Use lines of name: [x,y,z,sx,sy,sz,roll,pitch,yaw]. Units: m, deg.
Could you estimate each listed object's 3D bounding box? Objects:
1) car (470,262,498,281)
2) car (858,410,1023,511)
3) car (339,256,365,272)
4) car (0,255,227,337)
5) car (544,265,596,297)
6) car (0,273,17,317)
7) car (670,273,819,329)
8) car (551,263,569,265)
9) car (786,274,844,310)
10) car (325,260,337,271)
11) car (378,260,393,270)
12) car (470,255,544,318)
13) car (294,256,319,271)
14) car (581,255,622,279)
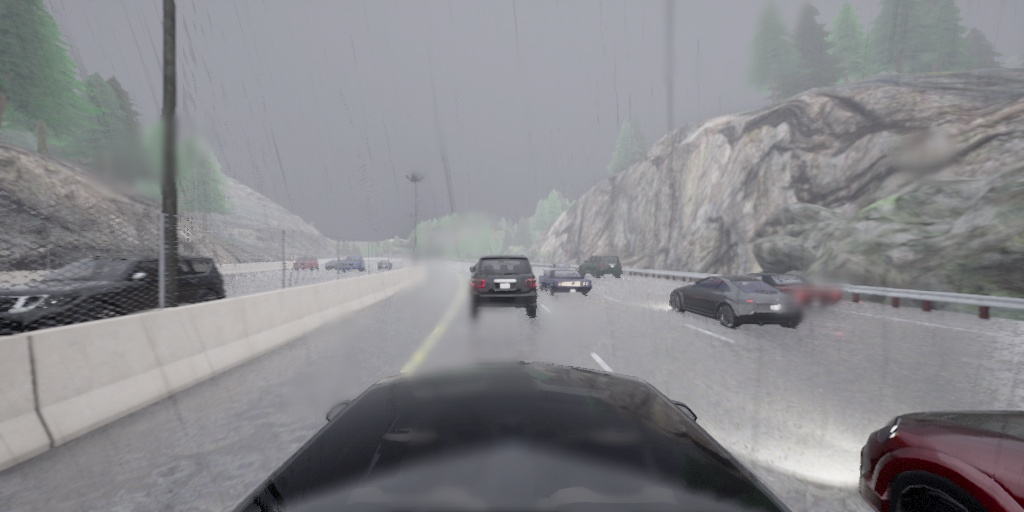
car: [-2.578,1.302,31.857,2.033,1.411,5.357,0,0,-10]
car: [3.514,1.306,0.851,1.994,1.385,4.181,0,0,0]
car: [-20.261,1.015,46.144,2.150,2.045,5.566,0,0,-15]
car: [-10.900,0.995,10.130,2.150,2.045,5.566,0,0,-3]
car: [2.649,1.344,19.033,1.895,1.301,4.718,0,0,-6]
car: [-17.924,1.315,10.040,1.812,1.442,4.674,0,0,-3]
car: [6.722,1.299,11.238,1.994,1.385,4.181,0,0,-3]
car: [4.298,1.340,33.056,1.895,1.301,4.718,0,0,-9]
car: [10.065,1.328,14.281,1.895,1.301,4.718,0,0,-4]
car: [-25.553,1.309,51.686,1.837,1.490,4.892,0,0,-17]
car: [-18.323,1.280,52.028,2.128,1.511,4.902,0,0,-17]
car: [-0.379,0.972,13.206,2.150,2.045,5.566,0,0,-4]
car: [-28.812,1.033,50.439,2.150,2.045,5.566,0,0,-17]
car: [7.941,0.953,32.487,2.150,2.045,5.566,0,0,-9]
